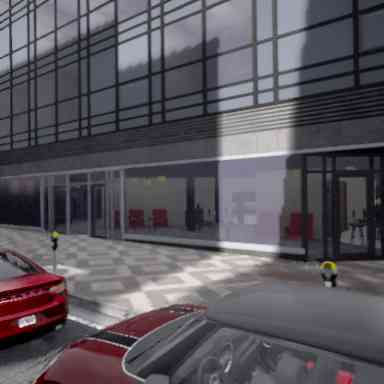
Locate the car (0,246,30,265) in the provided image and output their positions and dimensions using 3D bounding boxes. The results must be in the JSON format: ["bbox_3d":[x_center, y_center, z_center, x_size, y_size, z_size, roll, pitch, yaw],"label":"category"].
[{"bbox_3d":[-3.990,1.588,5.701,4.507,1.381,1.887,0,-1,35],"label":"car"}]

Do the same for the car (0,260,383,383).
[{"bbox_3d":[0.590,1.446,2.438,4.097,1.590,1.967,0,-1,35],"label":"car"}]
